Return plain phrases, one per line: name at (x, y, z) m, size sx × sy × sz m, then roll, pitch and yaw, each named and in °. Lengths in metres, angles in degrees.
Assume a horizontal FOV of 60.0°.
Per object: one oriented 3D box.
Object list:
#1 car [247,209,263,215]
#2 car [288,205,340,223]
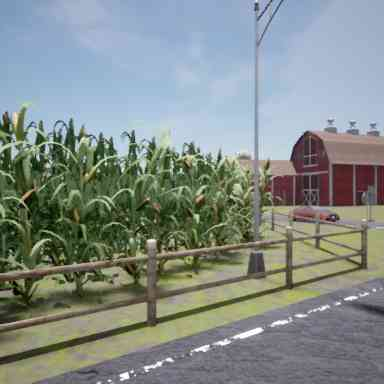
car at (5.516, 1.994, 35.511) m, size 1.895 × 1.301 × 4.718 m, roll 1°, pitch -1°, yaw -27°
car at (9.977, 1.806, 27.489) m, size 1.994 × 1.385 × 4.181 m, roll 1°, pitch -1°, yaw -29°
